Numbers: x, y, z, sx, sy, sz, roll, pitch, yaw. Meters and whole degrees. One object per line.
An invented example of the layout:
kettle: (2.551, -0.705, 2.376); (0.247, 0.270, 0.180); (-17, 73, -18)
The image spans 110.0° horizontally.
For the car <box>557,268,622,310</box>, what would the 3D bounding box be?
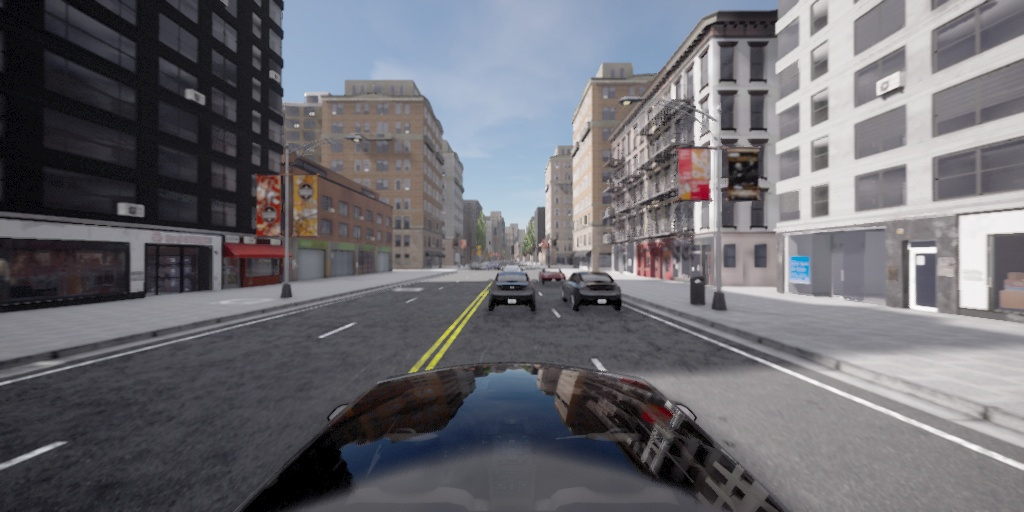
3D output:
car: (3.270, 1.387, 15.356); (1.837, 1.490, 4.892); (0, 0, 0)

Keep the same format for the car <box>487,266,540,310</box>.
car: (0.020, 1.387, 15.358); (1.837, 1.490, 4.892); (0, 0, 0)

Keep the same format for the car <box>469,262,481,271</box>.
car: (-6.535, 1.849, 63.857); (1.837, 1.490, 4.892); (0, 0, 1)

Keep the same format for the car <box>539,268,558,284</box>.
car: (3.266, 1.622, 30.109); (1.895, 1.301, 4.718); (0, -1, 0)

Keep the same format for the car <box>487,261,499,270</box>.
car: (-3.286, 1.700, 63.966); (2.097, 1.767, 4.553); (0, -1, 1)
